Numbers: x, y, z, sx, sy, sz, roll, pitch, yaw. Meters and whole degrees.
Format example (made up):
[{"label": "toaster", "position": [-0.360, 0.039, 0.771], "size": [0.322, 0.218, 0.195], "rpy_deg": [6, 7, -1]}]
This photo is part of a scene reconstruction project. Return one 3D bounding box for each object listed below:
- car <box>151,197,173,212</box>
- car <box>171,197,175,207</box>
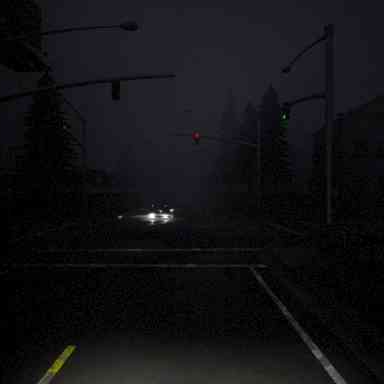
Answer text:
[{"label": "car", "position": [-3.579, 1.601, 38.185], "size": [1.895, 1.301, 4.718], "rpy_deg": [0, 0, 0]}, {"label": "car", "position": [-3.557, 1.505, 48.310], "size": [1.837, 1.490, 4.892], "rpy_deg": [0, 0, 0]}]
